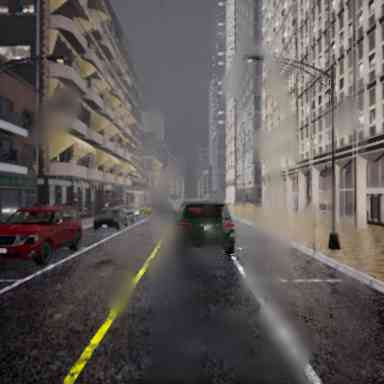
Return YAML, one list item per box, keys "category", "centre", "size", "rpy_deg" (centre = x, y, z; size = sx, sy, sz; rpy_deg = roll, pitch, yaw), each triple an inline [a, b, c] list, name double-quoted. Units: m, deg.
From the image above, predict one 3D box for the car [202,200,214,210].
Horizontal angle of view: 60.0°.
- category: "car"
  centre: [2.755, 2.182, 57.637]
  size: [1.967, 1.590, 4.097]
  rpy_deg: [0, -1, 0]

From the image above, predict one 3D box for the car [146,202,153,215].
- category: "car"
  centre: [-5.645, 2.041, 40.532]
  size: [1.752, 1.417, 4.829]
  rpy_deg: [0, -1, 0]

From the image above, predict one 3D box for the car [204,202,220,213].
- category: "car"
  centre: [2.743, 2.158, 46.339]
  size: [1.947, 1.339, 4.313]
  rpy_deg: [0, -1, 0]

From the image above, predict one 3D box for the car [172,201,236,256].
- category: "car"
  centre: [0.388, 1.398, 14.143]
  size: [2.150, 2.045, 5.566]
  rpy_deg: [0, -1, -4]

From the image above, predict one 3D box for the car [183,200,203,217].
- category: "car"
  centre: [0.141, 1.831, 37.740]
  size: [2.097, 1.767, 4.553]
  rpy_deg: [0, -1, 0]

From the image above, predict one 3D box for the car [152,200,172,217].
- category: "car"
  centre: [-3.047, 1.987, 38.032]
  size: [1.837, 1.490, 4.892]
  rpy_deg: [0, -1, 0]

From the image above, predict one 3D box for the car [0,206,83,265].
- category: "car"
  centre: [-5.677, 1.473, 12.464]
  size: [2.192, 1.841, 5.009]
  rpy_deg: [0, -1, 0]

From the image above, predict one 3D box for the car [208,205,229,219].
- category: "car"
  centre: [2.729, 2.027, 35.043]
  size: [1.802, 1.307, 4.206]
  rpy_deg: [0, -1, 0]

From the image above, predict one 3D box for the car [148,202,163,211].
- category: "car"
  centre: [-5.631, 2.212, 51.998]
  size: [1.887, 1.381, 4.507]
  rpy_deg: [0, -1, 0]

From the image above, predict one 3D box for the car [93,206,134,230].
- category: "car"
  centre: [-5.663, 1.866, 23.757]
  size: [1.947, 1.339, 4.313]
  rpy_deg: [0, -1, 0]

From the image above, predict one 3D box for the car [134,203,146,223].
- category: "car"
  centre: [-5.657, 1.923, 29.405]
  size: [2.008, 1.369, 4.403]
  rpy_deg: [0, -1, 0]

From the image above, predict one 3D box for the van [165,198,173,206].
- category: "van"
  centre: [-5.599, 2.384, 80.241]
  size: [1.690, 1.788, 3.998]
  rpy_deg: [0, -1, 0]

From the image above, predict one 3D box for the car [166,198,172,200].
- category: "car"
  centre: [-5.606, 2.534, 74.590]
  size: [1.947, 1.339, 4.313]
  rpy_deg: [0, -1, 0]

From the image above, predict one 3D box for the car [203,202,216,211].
- category: "car"
  centre: [2.748, 2.249, 51.988]
  size: [1.802, 1.307, 4.206]
  rpy_deg: [0, -1, 0]
